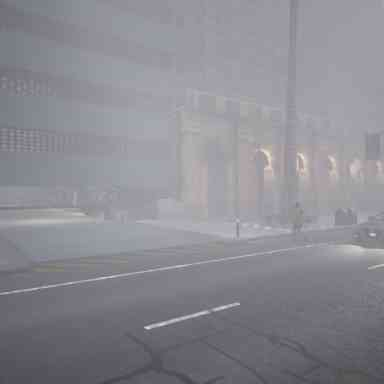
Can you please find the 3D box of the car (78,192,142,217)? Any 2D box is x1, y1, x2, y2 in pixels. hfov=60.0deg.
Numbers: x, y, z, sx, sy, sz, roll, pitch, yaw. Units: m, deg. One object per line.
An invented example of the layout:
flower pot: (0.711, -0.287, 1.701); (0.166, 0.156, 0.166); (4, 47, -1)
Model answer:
car: (-7.110, 1.029, 29.316); (5.566, 2.045, 2.435); (0, 0, -36)

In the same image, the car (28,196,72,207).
car: (-18.544, 1.463, 43.882); (4.718, 1.301, 1.895); (0, 0, -36)

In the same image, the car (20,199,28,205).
car: (-24.950, 1.413, 53.562); (4.786, 1.482, 2.161); (0, 0, -36)

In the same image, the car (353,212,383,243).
car: (9.010, 1.564, 14.770); (4.181, 1.385, 1.994); (0, 0, -36)

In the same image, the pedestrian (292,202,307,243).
pedestrian: (4.705, 1.294, 14.741); (0.375, 1.860, 0.375); (0, 0, -36)
